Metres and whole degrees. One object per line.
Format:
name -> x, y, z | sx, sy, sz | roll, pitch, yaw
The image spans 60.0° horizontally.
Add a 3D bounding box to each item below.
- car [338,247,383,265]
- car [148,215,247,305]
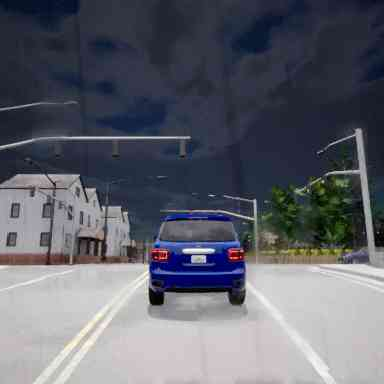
car -> 15.419, 5.659, 29.612 | 4.553, 1.767, 2.097 | 0, -12, 1
car -> 0.076, 1.761, 9.306 | 2.150, 2.045, 5.566 | 0, -7, -1
